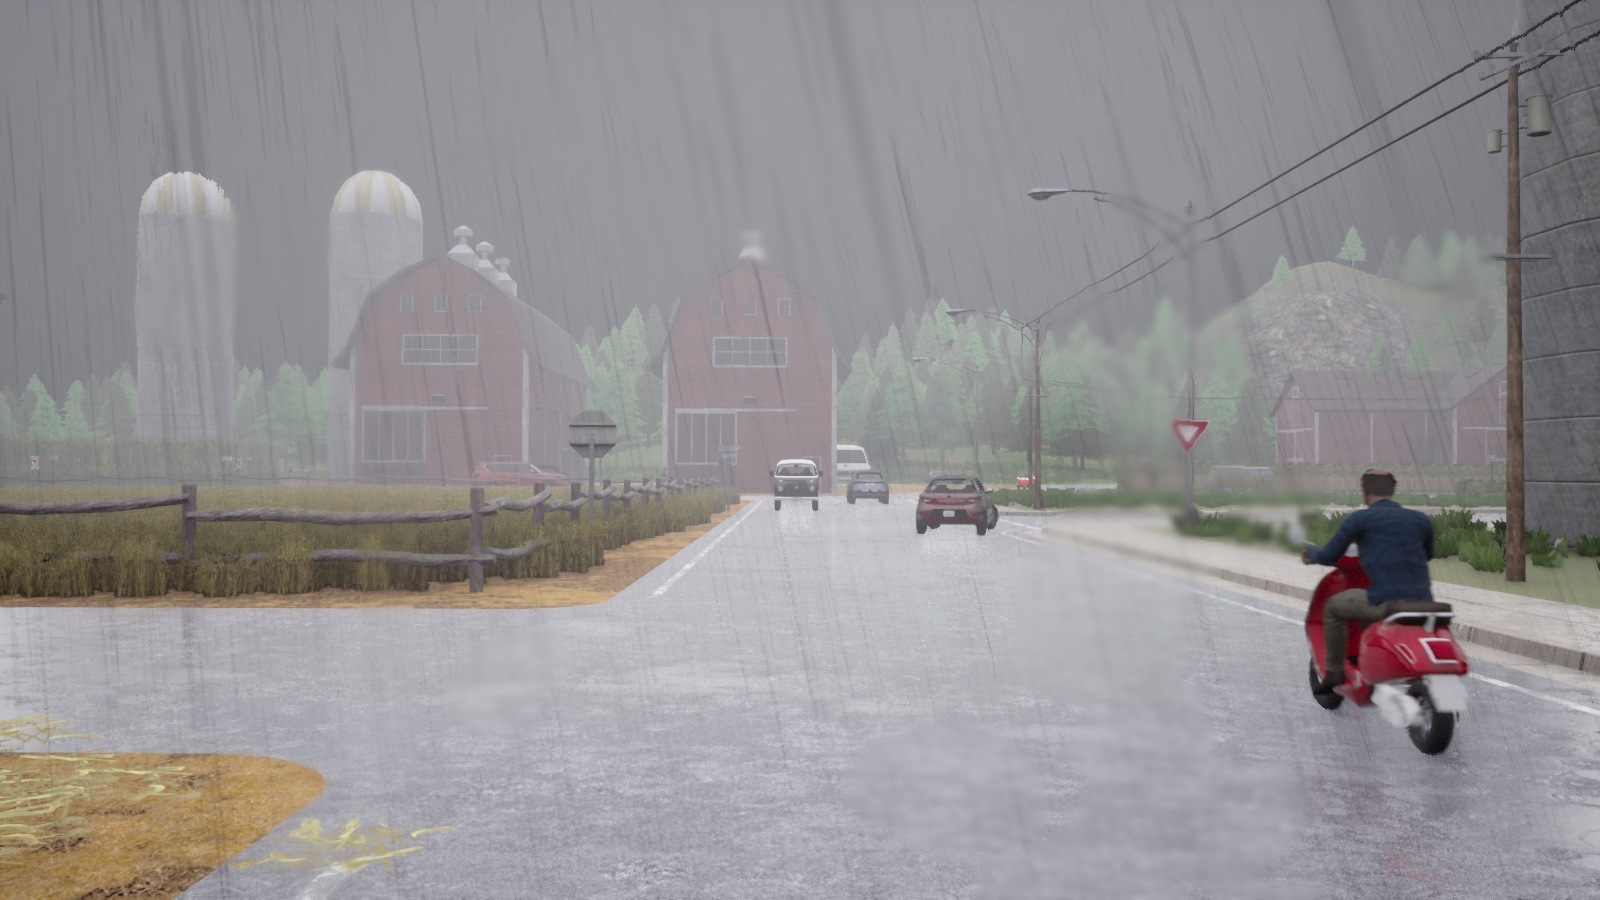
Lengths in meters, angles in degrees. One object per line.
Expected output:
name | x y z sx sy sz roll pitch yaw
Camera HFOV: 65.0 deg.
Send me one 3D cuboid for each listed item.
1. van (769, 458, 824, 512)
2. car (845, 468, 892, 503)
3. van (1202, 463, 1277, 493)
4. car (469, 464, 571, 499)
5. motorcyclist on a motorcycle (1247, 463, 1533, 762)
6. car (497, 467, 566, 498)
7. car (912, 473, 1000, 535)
van | -0.137 1.383 50.392 2.069 2.038 4.480 0 -1 0
car | 3.315 1.761 61.691 2.033 1.649 4.856 0 -2 0
van | 29.824 1.875 85.213 4.442 1.987 1.775 0 -1 0
car | -16.379 1.832 73.598 5.566 2.045 2.150 0 -1 -3
motorcyclist on a motorcycle | 3.479 0.882 7.628 0.866 1.590 1.817 0 -1 0
car | -16.447 1.968 77.099 3.866 1.878 1.905 0 -1 -3
car | 4.146 1.362 32.841 1.816 1.474 4.193 -1 -1 13
